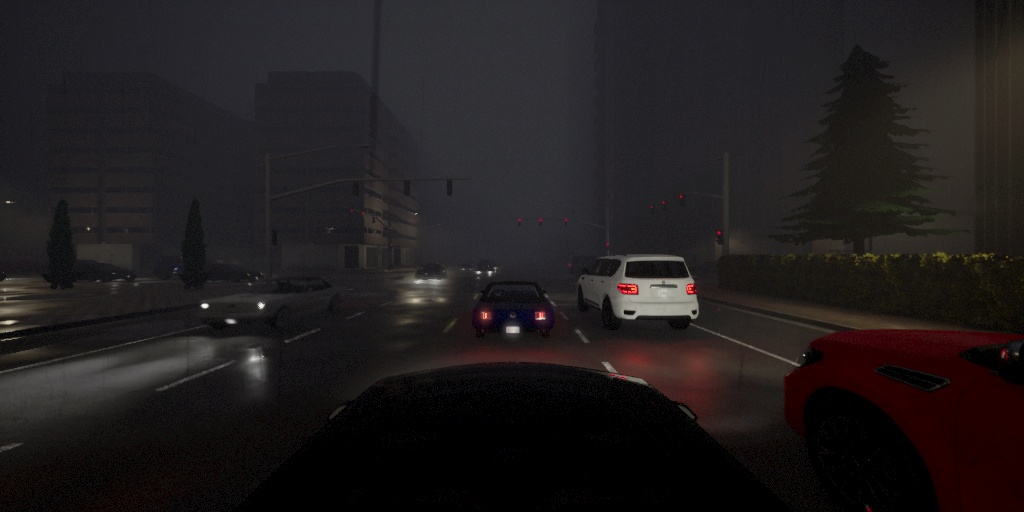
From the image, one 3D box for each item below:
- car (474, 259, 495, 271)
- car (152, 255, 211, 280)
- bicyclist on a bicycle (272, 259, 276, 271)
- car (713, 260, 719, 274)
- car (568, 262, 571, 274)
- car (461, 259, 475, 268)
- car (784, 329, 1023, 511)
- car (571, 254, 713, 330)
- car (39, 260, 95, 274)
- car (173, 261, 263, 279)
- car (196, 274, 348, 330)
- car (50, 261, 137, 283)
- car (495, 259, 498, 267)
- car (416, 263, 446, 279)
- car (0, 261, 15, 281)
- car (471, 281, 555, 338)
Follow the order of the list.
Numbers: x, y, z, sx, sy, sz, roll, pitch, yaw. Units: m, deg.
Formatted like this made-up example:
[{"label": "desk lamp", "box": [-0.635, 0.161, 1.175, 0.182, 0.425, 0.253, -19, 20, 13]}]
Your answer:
[{"label": "car", "box": [-3.633, 1.254, 48.159, 1.837, 1.490, 4.892, 0, 0, -1]}, {"label": "car", "box": [-27.502, 0.972, 30.842, 5.566, 2.045, 2.150, 0, 0, 0]}, {"label": "bicyclist on a bicycle", "box": [-28.697, 1.050, 42.836, 0.582, 1.620, 1.656, 0, 0, 0]}, {"label": "car", "box": [20.822, 1.227, 37.631, 5.008, 1.535, 1.882, 0, 0, 1]}, {"label": "car", "box": [7.752, 0.971, 31.564, 5.566, 2.045, 2.150, 0, 1, 18]}, {"label": "car", "box": [-7.177, 1.297, 59.172, 2.033, 1.411, 5.357, 0, 0, 0]}, {"label": "car", "box": [3.601, 0.971, 0.938, 2.150, 2.045, 5.566, 0, 0, 0]}, {"label": "car", "box": [3.575, 0.971, 11.300, 2.150, 2.045, 5.566, 0, 0, -2]}, {"label": "car", "box": [-36.971, 1.102, 30.927, 4.553, 1.767, 2.097, 0, 0, 1]}, {"label": "car", "box": [-22.006, 1.297, 27.272, 5.357, 1.411, 2.033, 0, 0, 1]}, {"label": "car", "box": [-7.113, 1.351, 11.285, 1.895, 1.301, 4.718, 0, 0, 0]}, {"label": "car", "box": [-31.590, 1.275, 27.379, 4.674, 1.442, 1.812, 0, 0, 1]}, {"label": "car", "box": [-3.658, 1.256, 64.286, 1.837, 1.490, 4.892, 0, -1, 0]}, {"label": "car", "box": [-7.148, 1.313, 31.922, 1.994, 1.385, 4.181, 0, 0, 0]}, {"label": "car", "box": [-41.843, 1.275, 27.466, 4.674, 1.442, 1.812, 0, 0, 1]}, {"label": "car", "box": [0.044, 1.351, 10.171, 1.895, 1.301, 4.718, 0, 0, 0]}]
